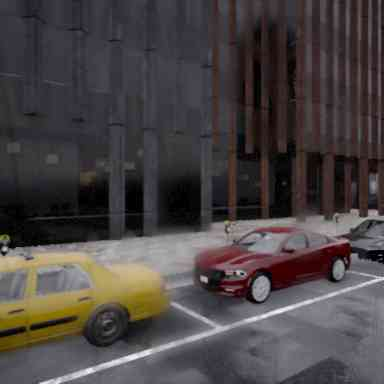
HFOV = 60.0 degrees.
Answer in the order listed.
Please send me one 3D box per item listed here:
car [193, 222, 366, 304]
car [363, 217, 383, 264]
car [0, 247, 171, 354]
[{"bbox_3d":[2.083,1.544,8.133,4.507,1.381,1.887,0,0,-35],"label":"car"},{"bbox_3d":[6.673,1.565,11.404,4.313,1.339,1.947,0,0,-35],"label":"car"},{"bbox_3d":[-2.645,1.525,4.762,4.829,1.417,1.752,0,0,-35],"label":"car"}]
